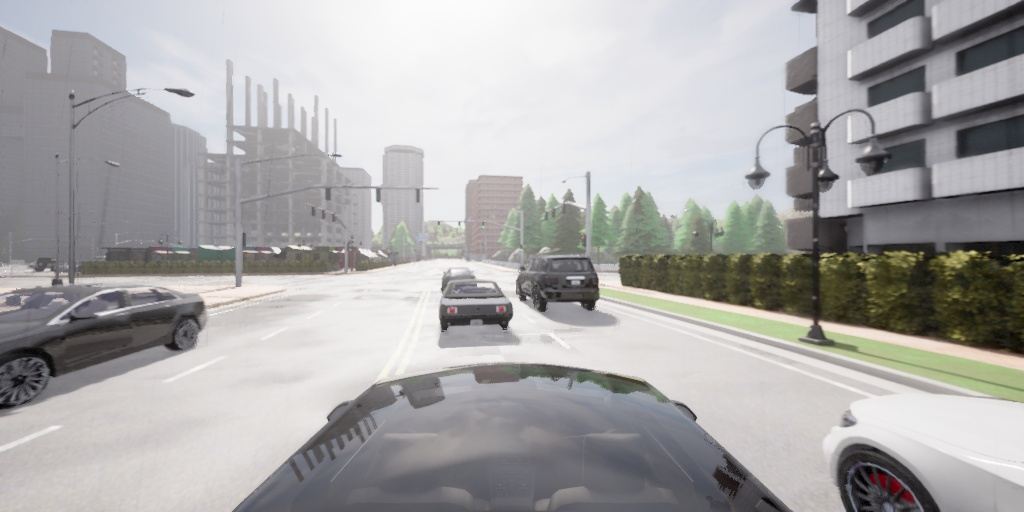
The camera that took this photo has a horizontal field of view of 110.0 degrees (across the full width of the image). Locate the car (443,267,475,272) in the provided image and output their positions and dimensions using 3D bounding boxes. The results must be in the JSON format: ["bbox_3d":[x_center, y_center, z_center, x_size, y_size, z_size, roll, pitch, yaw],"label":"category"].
[{"bbox_3d":[-3.177,1.344,21.495,1.994,1.385,4.181,0,0,-11],"label":"car"}]

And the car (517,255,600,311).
[{"bbox_3d":[1.668,0.985,14.683,2.150,2.045,5.566,0,0,-10],"label":"car"}]

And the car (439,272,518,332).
[{"bbox_3d":[-1.231,1.364,11.071,1.895,1.301,4.718,0,0,-9],"label":"car"}]

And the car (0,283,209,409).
[{"bbox_3d":[-7.623,1.261,6.126,2.128,1.511,4.902,0,0,-7],"label":"car"}]

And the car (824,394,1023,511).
[{"bbox_3d":[3.310,1.268,0.789,1.812,1.442,4.674,0,0,1],"label":"car"}]
